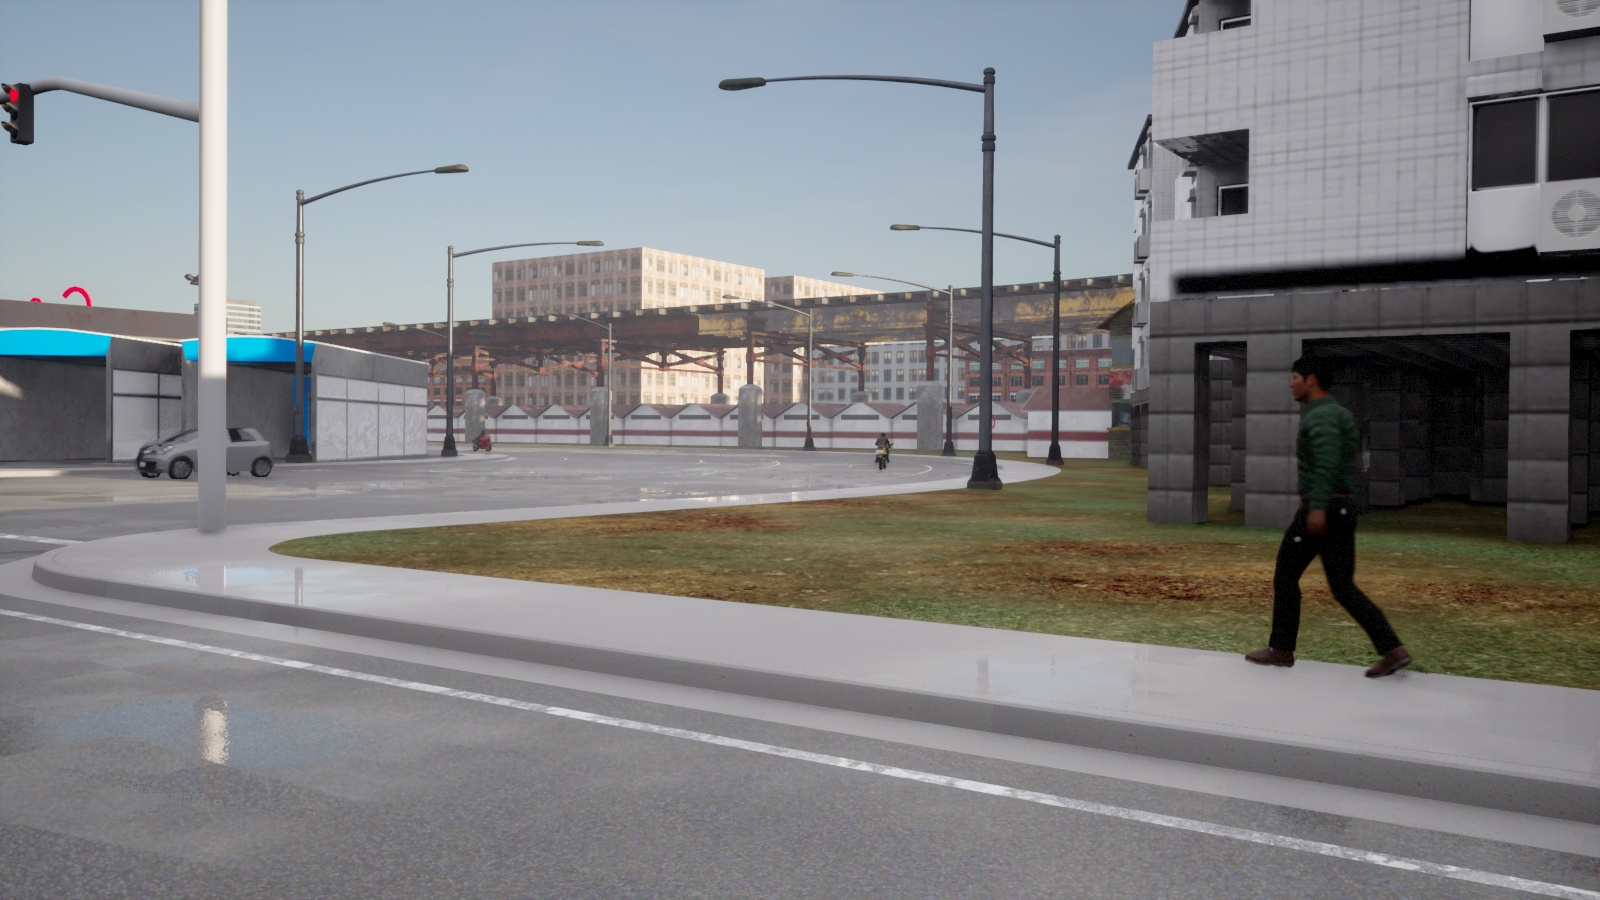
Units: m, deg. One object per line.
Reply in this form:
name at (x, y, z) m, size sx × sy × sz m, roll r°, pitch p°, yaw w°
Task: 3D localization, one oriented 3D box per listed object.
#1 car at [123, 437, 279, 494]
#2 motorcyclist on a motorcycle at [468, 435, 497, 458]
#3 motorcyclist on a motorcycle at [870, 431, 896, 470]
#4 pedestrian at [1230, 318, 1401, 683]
car at (-17.225, 0.406, 36.243) m, size 1.845 × 1.501 × 3.633 m, roll 0°, pitch 1°, yaw 33°
motorcyclist on a motorcycle at (-21.142, -0.239, 83.686) m, size 2.044 × 1.523 × 0.797 m, roll 0°, pitch 1°, yaw 39°
motorcyclist on a motorcycle at (3.321, -0.001, 50.105) m, size 0.797 × 1.523 × 2.044 m, roll -1°, pitch 1°, yaw 10°
pedestrian at (2.911, 0.266, 7.107) m, size 0.788 × 1.949 × 0.423 m, roll 0°, pitch 1°, yaw 42°
